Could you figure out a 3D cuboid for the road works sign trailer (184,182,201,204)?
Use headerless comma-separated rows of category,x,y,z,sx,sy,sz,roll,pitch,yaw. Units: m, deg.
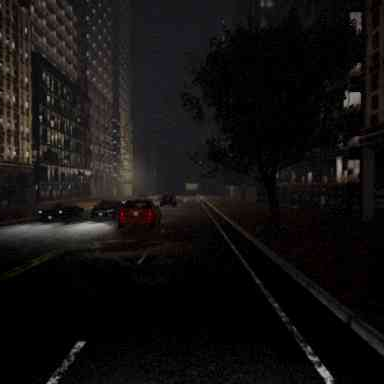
road works sign trailer,0.000,0.142,54.046,2.380,3.560,2.880,0,0,1

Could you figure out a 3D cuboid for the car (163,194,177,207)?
car,-3.155,1.081,45.113,2.097,1.767,4.553,0,0,0

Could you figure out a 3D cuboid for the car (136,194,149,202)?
car,-9.767,1.123,65.701,1.837,1.490,4.892,0,0,0

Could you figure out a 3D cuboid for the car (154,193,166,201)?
car,-6.509,1.058,67.545,1.882,1.535,5.008,0,0,0

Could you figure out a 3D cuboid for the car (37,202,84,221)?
car,-9.853,1.448,25.282,1.895,1.301,4.718,0,0,0

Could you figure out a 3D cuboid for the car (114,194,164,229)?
car,-3.153,1.227,20.776,2.097,1.767,4.553,0,0,0

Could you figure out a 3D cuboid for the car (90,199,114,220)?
car,-6.599,1.332,26.424,2.128,1.511,4.902,0,0,0
